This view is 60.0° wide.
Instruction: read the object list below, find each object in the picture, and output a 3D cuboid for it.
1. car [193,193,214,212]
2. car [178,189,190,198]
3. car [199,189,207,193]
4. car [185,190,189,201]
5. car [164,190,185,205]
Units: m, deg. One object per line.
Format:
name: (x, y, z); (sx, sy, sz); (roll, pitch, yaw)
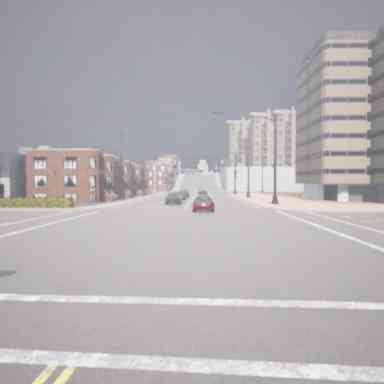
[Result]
car: (1.115, 1.078, 32.058); (1.994, 1.385, 4.181); (0, 2, 2)
car: (-1.517, 0.300, 62.543); (1.882, 1.535, 5.008); (0, 1, 3)
car: (2.381, 0.106, 73.318); (1.812, 1.442, 4.674); (0, 1, 2)
car: (-1.922, 0.632, 51.526); (1.994, 1.385, 4.181); (0, 1, 2)
car: (-2.261, 0.795, 41.545); (1.837, 1.490, 4.892); (0, 1, 2)
